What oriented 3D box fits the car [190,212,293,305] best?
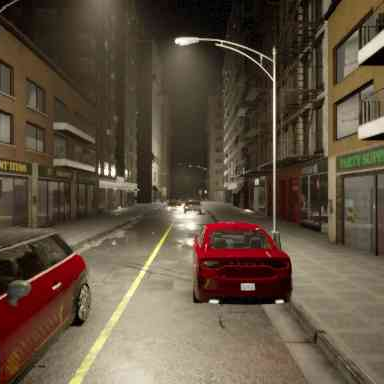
[{"bbox_3d":[0.963,1.480,8.201,1.882,1.535,5.008,0,0,0],"label":"car"}]

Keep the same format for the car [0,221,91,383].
[{"bbox_3d":[-2.849,1.352,4.025,2.097,1.767,4.553,0,0,0],"label":"car"}]

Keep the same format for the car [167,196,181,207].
[{"bbox_3d":[-2.746,1.390,51.512,2.097,1.767,4.553,0,0,0],"label":"car"}]

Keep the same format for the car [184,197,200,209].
[{"bbox_3d":[0.030,1.524,46.711,2.128,1.511,4.902,0,0,0],"label":"car"}]

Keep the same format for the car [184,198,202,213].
[{"bbox_3d":[0.080,1.622,36.636,1.895,1.301,4.718,0,0,0],"label":"car"}]
